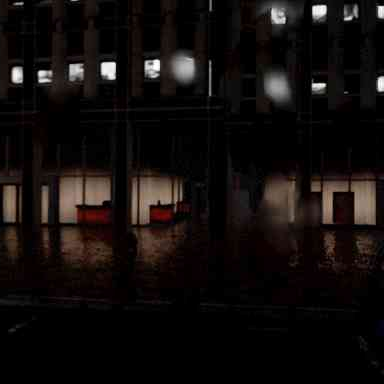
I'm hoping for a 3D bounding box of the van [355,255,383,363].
[{"bbox_3d":[4.212,1.357,3.877,3.998,1.788,1.690,0,0,8],"label":"van"}]
